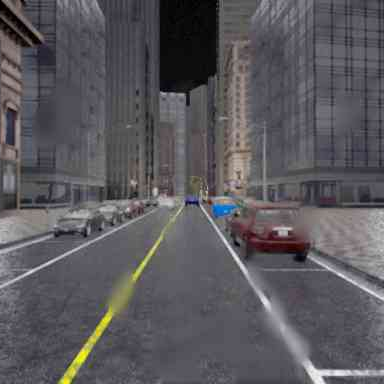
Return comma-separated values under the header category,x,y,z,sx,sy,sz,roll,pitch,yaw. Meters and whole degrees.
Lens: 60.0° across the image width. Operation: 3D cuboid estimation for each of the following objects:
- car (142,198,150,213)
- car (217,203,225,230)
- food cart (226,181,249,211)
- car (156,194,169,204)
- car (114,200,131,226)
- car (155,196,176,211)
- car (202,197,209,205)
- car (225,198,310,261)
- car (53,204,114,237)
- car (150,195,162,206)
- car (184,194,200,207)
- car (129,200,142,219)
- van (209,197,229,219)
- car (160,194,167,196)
category,x,y,z,sx,sy,sz,roll,pitch,yaw
car,-5.847,1.526,34.026,1.887,1.381,4.507,1,0,0
car,2.678,1.531,17.641,2.008,1.369,4.403,1,0,0
food cart,5.620,0.457,41.854,2.280,3.560,4.660,-1,-1,0
car,-5.846,1.384,66.782,2.192,1.841,5.009,0,0,0
car,-5.847,1.528,23.108,2.008,1.369,4.403,1,0,0
car,-3.085,1.517,41.313,1.812,1.442,4.674,0,0,0
car,2.677,1.591,61.319,1.887,1.381,4.507,0,0,0
car,2.681,1.300,12.180,2.192,1.841,5.009,1,0,0
car,-5.847,1.531,17.648,2.008,1.369,4.403,1,0,0
car,-5.848,1.577,50.404,1.947,1.339,4.313,1,0,0
car,0.008,1.277,51.379,2.150,2.045,5.566,0,0,0
car,-5.845,1.418,28.567,1.967,1.590,4.097,1,0,0
van,2.680,1.319,28.561,1.690,1.788,3.998,1,0,0
car,-5.847,1.572,61.152,1.752,1.417,4.829,0,0,0
